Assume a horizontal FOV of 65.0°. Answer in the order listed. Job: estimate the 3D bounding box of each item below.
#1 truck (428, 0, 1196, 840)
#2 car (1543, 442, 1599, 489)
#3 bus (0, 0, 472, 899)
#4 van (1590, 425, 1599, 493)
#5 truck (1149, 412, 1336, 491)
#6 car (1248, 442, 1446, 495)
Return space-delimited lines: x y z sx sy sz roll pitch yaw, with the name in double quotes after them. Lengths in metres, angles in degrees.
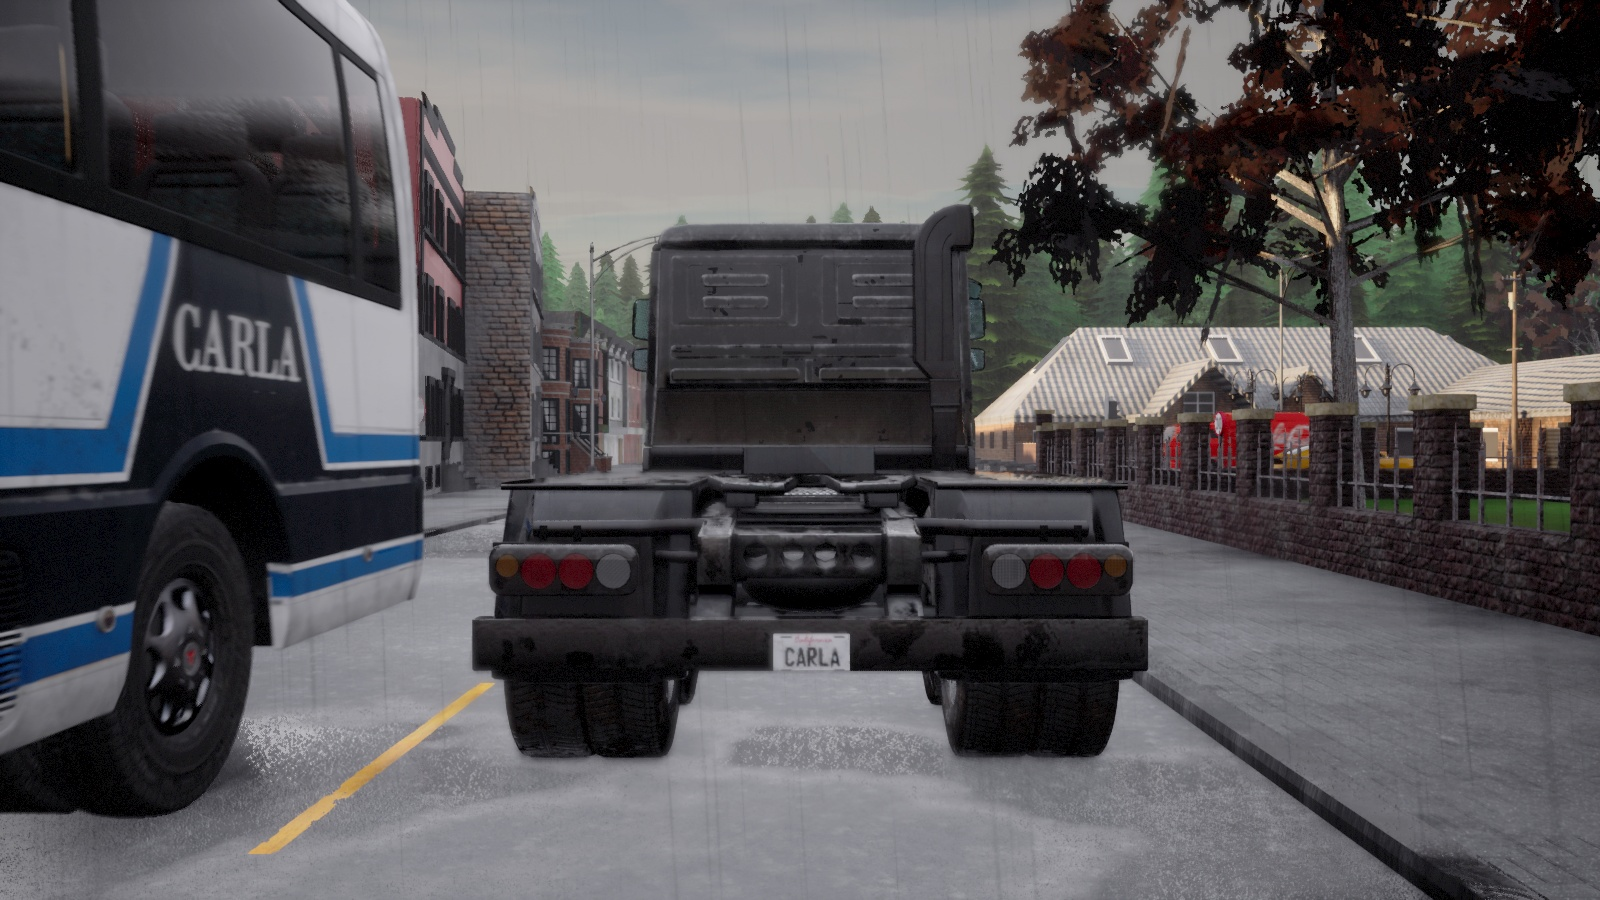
0.065 -0.284 8.702 2.891 3.462 7.936 0 0 0 "truck"
27.312 0.495 40.894 4.902 1.511 2.128 0 0 3 "car"
-3.969 -0.647 2.411 3.944 4.253 10.273 0 0 0 "bus"
26.112 0.282 36.942 4.480 2.038 2.069 0 0 -1 "van"
14.345 0.036 41.016 5.204 2.467 2.627 0 0 2 "truck"
16.047 0.528 36.972 5.008 1.535 1.882 0 0 -1 "car"
